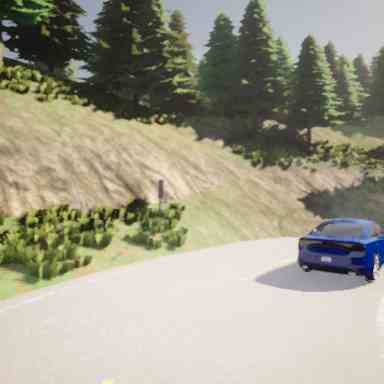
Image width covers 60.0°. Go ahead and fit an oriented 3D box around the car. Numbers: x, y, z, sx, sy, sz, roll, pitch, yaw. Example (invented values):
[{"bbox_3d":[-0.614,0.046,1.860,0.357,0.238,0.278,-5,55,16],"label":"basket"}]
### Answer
[{"bbox_3d":[4.946,1.567,10.331,1.882,1.535,5.008,0,0,39],"label":"car"}]
